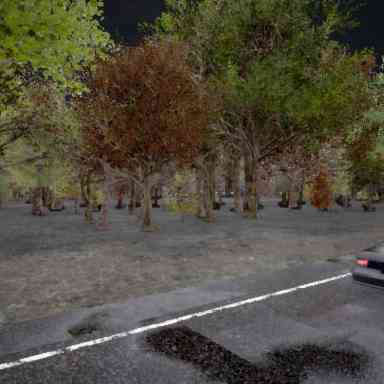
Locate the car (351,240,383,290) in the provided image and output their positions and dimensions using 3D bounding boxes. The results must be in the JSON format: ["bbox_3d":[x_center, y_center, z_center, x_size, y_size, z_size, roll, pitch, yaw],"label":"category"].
[{"bbox_3d":[5.982,1.550,8.010,5.357,1.411,2.033,0,0,-35],"label":"car"}]
